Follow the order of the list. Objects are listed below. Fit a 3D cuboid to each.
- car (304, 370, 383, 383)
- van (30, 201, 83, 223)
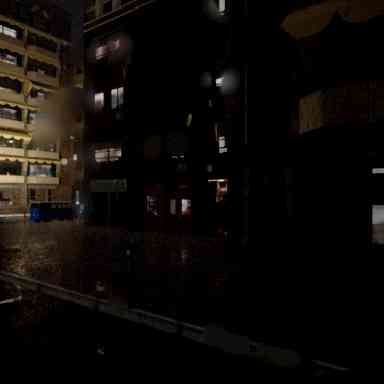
[{"bbox_3d":[2.403,1.551,1.163,4.403,1.369,2.008,0,0,35],"label":"car"},{"bbox_3d":[-11.897,1.706,28.812,1.690,1.788,3.998,-1,-2,35],"label":"van"}]
